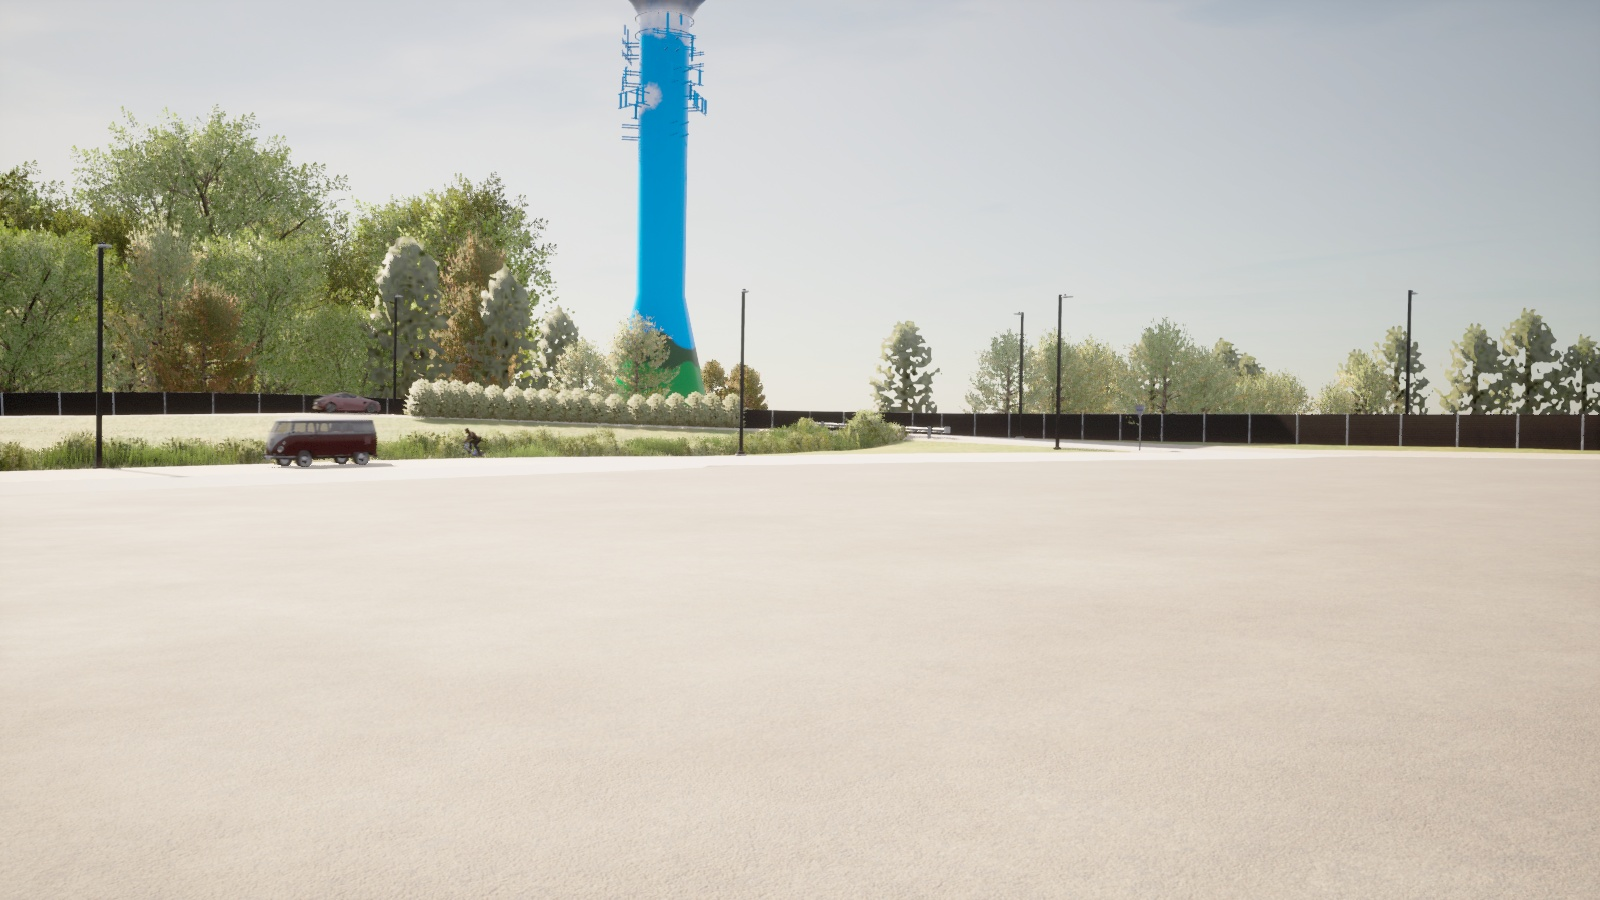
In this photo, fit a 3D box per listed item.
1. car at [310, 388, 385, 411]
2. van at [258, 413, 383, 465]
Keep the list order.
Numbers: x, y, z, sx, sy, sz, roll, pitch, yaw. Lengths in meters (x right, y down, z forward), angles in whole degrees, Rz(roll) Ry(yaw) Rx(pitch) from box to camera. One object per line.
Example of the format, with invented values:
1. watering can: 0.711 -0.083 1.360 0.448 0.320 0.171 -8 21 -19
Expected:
1. car: -29.736 -3.299 82.604 4.181 1.385 1.994 0 1 -41
2. van: -19.333 -0.487 50.801 1.775 1.987 4.442 2 2 37
